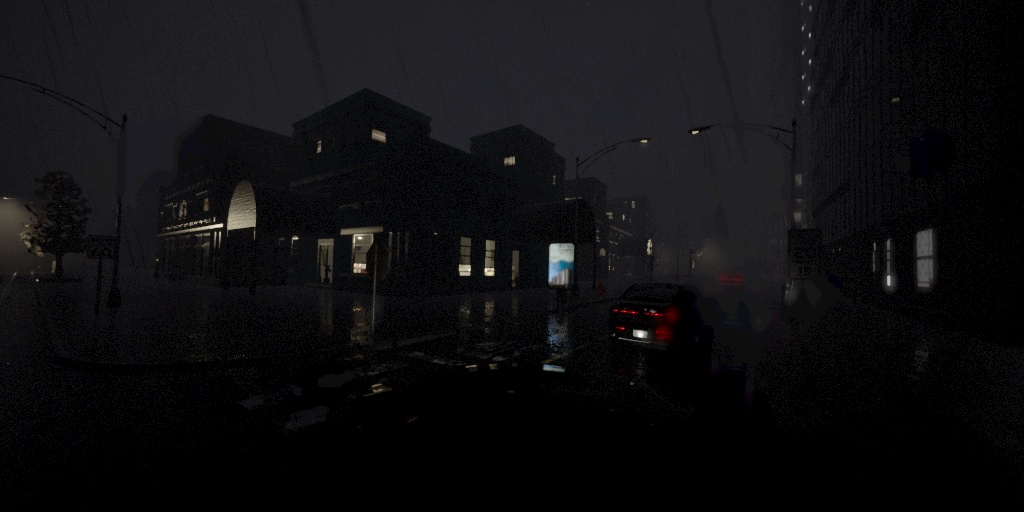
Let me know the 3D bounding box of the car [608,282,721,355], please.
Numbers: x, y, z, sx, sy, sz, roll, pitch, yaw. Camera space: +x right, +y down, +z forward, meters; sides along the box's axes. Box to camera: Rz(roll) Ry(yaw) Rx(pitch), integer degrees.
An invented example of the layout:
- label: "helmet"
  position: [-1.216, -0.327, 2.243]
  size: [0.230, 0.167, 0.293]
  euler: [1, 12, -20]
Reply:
- label: "car"
  position: [4.069, 1.431, 9.392]
  size: [1.837, 1.490, 4.892]
  euler: [0, -2, 36]

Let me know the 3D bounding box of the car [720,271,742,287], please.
- label: "car"
  position: [23.097, 2.420, 37.822]
  size: [2.033, 1.411, 5.357]
  euler: [0, -1, 32]
